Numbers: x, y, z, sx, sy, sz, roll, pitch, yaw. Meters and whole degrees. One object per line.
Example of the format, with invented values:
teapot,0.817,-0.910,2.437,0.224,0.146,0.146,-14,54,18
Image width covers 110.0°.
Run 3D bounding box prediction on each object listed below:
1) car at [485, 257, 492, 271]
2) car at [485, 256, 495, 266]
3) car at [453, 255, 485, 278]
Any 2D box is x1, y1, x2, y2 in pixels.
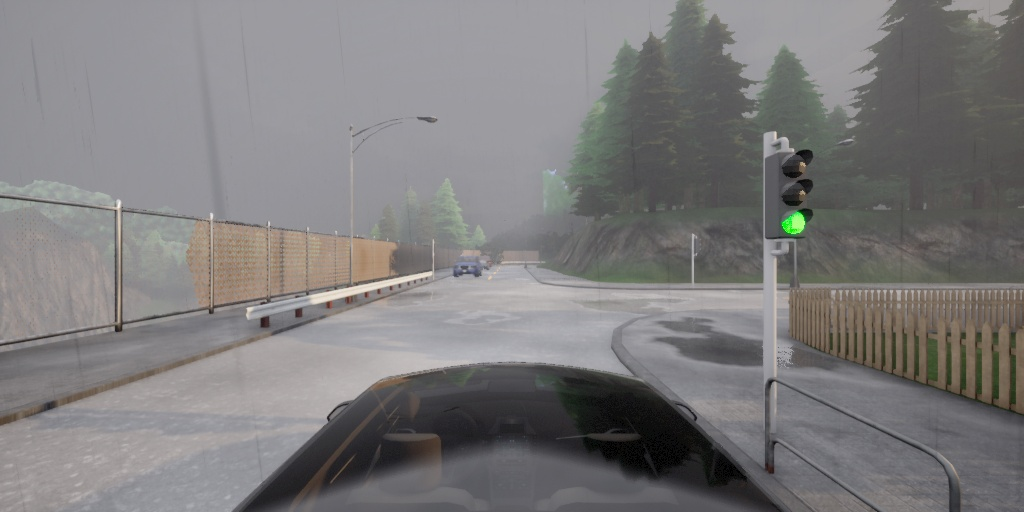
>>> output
car,-4.125,1.275,49.094,1.812,1.442,4.674,0,0,0
car,-4.755,0.954,63.471,2.150,2.045,5.566,1,0,-8
car,-4.099,0.971,33.685,2.150,2.045,5.566,0,0,0
